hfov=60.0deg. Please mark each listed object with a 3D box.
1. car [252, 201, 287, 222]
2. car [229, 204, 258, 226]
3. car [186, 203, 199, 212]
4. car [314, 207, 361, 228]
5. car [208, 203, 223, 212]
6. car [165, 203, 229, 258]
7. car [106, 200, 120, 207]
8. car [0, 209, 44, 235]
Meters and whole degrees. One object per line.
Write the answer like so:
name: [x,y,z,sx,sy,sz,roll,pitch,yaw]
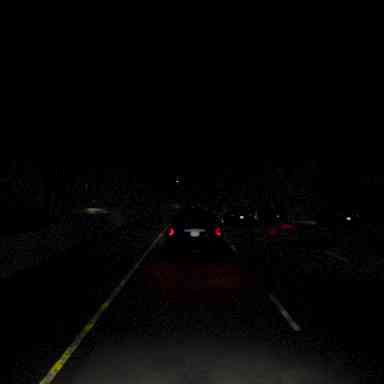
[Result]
car: [7.098,1.816,29.897,2.128,1.511,4.902,0,-1,0]
car: [3.598,1.827,26.043,1.994,1.385,4.181,0,-1,0]
car: [0.097,2.327,50.797,1.994,1.385,4.181,0,-1,0]
car: [10.598,1.804,24.500,1.994,1.385,4.181,0,-1,0]
car: [3.597,2.393,51.917,1.895,1.301,4.718,0,-1,0]
car: [0.098,1.453,13.294,2.097,1.767,4.553,0,-1,0]
car: [-14.003,2.122,59.206,1.882,1.535,5.008,0,-2,0]
car: [-10.600,1.722,19.604,2.033,1.411,5.357,0,-1,0]
